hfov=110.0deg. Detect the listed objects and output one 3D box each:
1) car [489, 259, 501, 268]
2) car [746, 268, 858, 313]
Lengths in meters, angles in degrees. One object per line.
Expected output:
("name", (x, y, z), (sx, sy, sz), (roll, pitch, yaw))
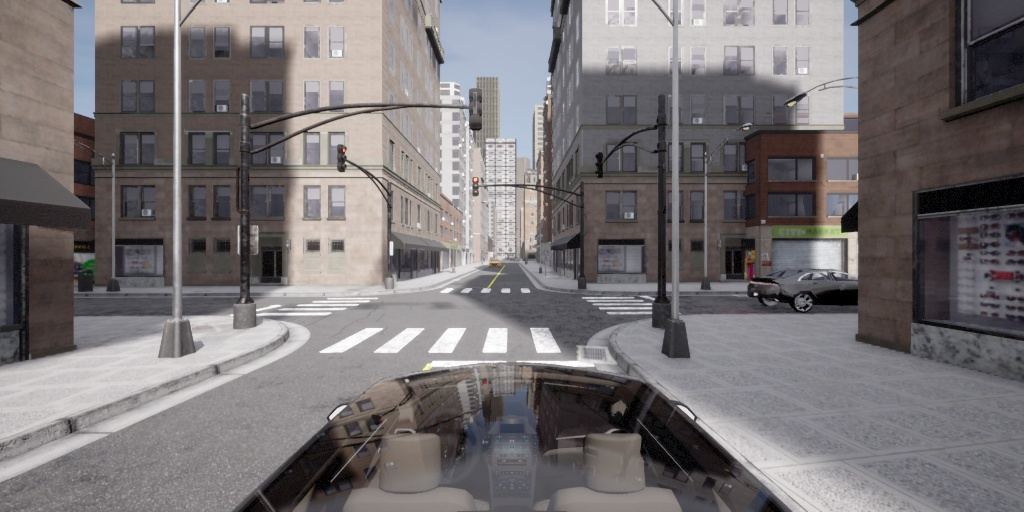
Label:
("car", (-2.978, 1.208, 62.939), (1.882, 1.535, 5.008), (0, 0, 0))
("car", (11.431, 1.209, 13.251), (4.902, 1.511, 2.128), (0, 0, 0))
